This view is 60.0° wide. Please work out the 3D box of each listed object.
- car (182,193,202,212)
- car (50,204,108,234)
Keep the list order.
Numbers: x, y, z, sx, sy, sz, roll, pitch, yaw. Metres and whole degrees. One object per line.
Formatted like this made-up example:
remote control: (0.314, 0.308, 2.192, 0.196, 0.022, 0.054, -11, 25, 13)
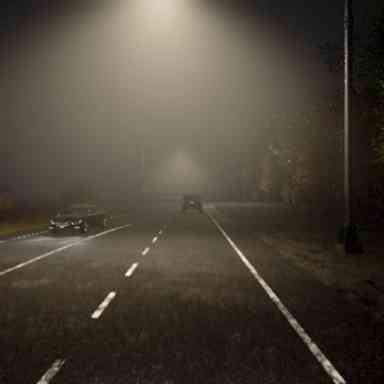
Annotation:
car: (0.000, 1.214, 38.011, 2.150, 2.045, 5.566, 0, 0, 0)
car: (-6.370, 1.507, 19.234, 1.837, 1.490, 4.892, 0, 0, 5)
